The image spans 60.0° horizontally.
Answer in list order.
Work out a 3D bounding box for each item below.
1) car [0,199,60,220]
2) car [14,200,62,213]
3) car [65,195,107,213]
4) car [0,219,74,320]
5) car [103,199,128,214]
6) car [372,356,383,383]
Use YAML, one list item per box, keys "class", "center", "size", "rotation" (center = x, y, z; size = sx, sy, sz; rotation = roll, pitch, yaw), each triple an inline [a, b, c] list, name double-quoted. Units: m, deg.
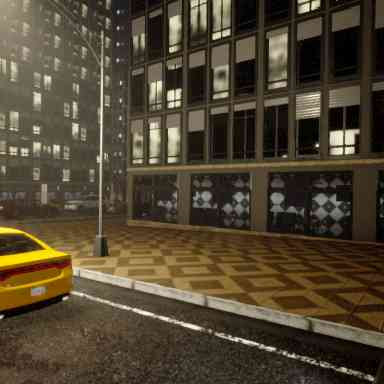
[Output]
- class: "car"
  center: [-14.399, 1.519, 29.608]
  size: [2.192, 1.841, 5.009]
  rotation: [1, 0, 36]
- class: "car"
  center: [-17.924, 1.643, 38.972]
  size: [1.752, 1.417, 4.829]
  rotation: [1, 0, 36]
- class: "car"
  center: [-12.930, 1.424, 41.377]
  size: [2.150, 2.045, 5.566]
  rotation: [1, 0, 36]
- class: "car"
  center: [-4.551, 1.474, 6.898]
  size: [5.008, 1.535, 1.882]
  rotation: [0, 0, 35]
- class: "car"
  center: [-7.628, 1.830, 38.839]
  size: [1.752, 1.417, 4.829]
  rotation: [1, 0, 36]
- class: "car"
  center: [3.556, 1.548, 1.162]
  size: [5.357, 1.411, 2.033]
  rotation: [0, 0, 35]
